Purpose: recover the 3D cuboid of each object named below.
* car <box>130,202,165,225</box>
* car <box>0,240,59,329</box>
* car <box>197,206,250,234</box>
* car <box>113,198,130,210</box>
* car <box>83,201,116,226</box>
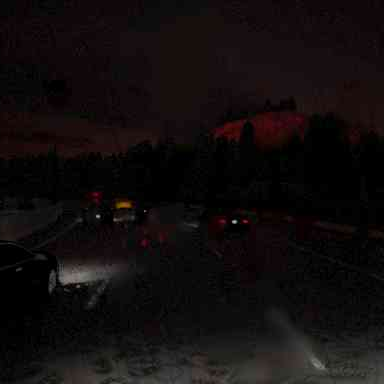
[{"bbox_3d":[-3.147,1.474,24.228,2.128,1.511,4.902,0,0,-13],"label":"car"},{"bbox_3d":[-3.763,1.509,5.476,1.837,1.490,4.892,0,0,-4],"label":"car"},{"bbox_3d":[1.633,1.525,18.966,2.033,1.411,5.357,0,0,-11],"label":"car"},{"bbox_3d":[-8.946,1.462,41.323,1.882,1.535,5.008,0,0,-24],"label":"car"},{"bbox_3d":[-6.597,1.559,23.644,1.994,1.385,4.181,0,0,-13],"label":"car"}]
